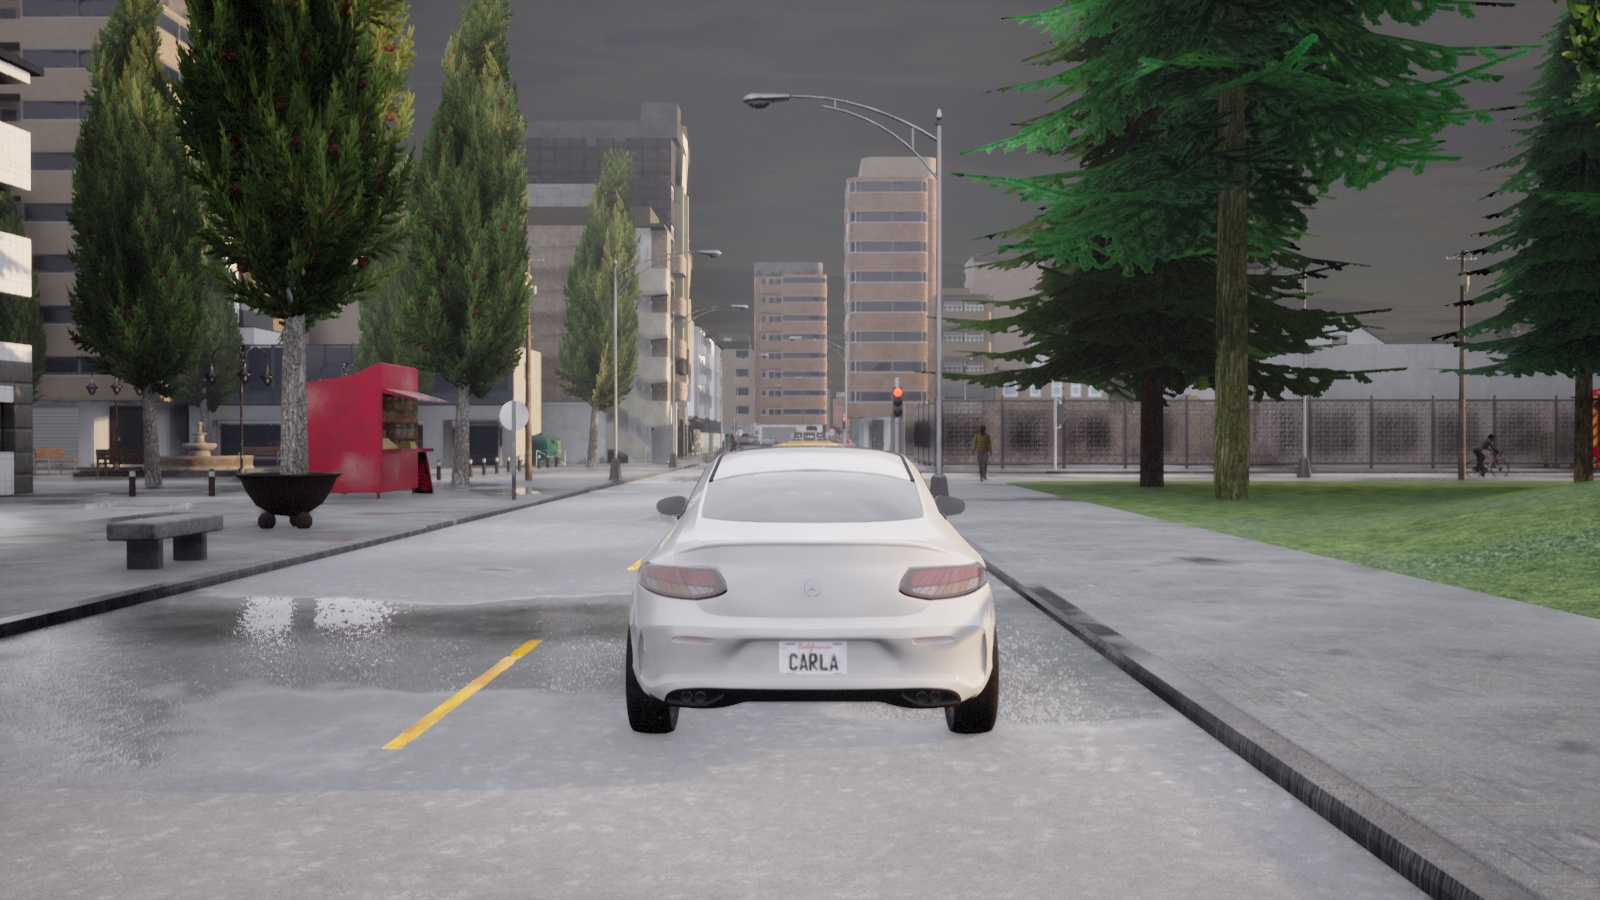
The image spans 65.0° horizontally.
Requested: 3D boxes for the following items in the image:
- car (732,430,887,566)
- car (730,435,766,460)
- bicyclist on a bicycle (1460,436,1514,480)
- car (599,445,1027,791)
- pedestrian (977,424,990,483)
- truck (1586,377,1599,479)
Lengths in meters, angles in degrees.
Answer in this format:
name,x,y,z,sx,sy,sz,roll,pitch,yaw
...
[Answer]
name,x,y,z,sx,sy,sz,roll,pitch,yaw
car,0.130,0.528,17.252,1.801,1.575,5.366,0,1,0
car,-3.548,-0.194,86.056,2.242,1.667,4.611,0,1,0
bicyclist on a bicycle,25.441,0.297,46.498,1.656,1.620,0.582,0,1,0
car,0.067,0.702,7.658,1.812,1.442,4.674,0,1,0
pedestrian,5.779,0.100,39.640,0.370,1.835,0.726,0,1,6
truck,34.180,-0.813,46.422,8.468,3.827,2.891,0,1,-1
